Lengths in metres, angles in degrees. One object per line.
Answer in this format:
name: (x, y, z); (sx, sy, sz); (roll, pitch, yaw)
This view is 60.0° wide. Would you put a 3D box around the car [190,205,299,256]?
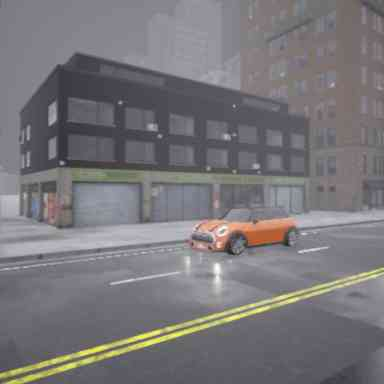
car: (2.127, 1.349, 13.185); (4.553, 1.767, 2.097); (0, 0, -35)
